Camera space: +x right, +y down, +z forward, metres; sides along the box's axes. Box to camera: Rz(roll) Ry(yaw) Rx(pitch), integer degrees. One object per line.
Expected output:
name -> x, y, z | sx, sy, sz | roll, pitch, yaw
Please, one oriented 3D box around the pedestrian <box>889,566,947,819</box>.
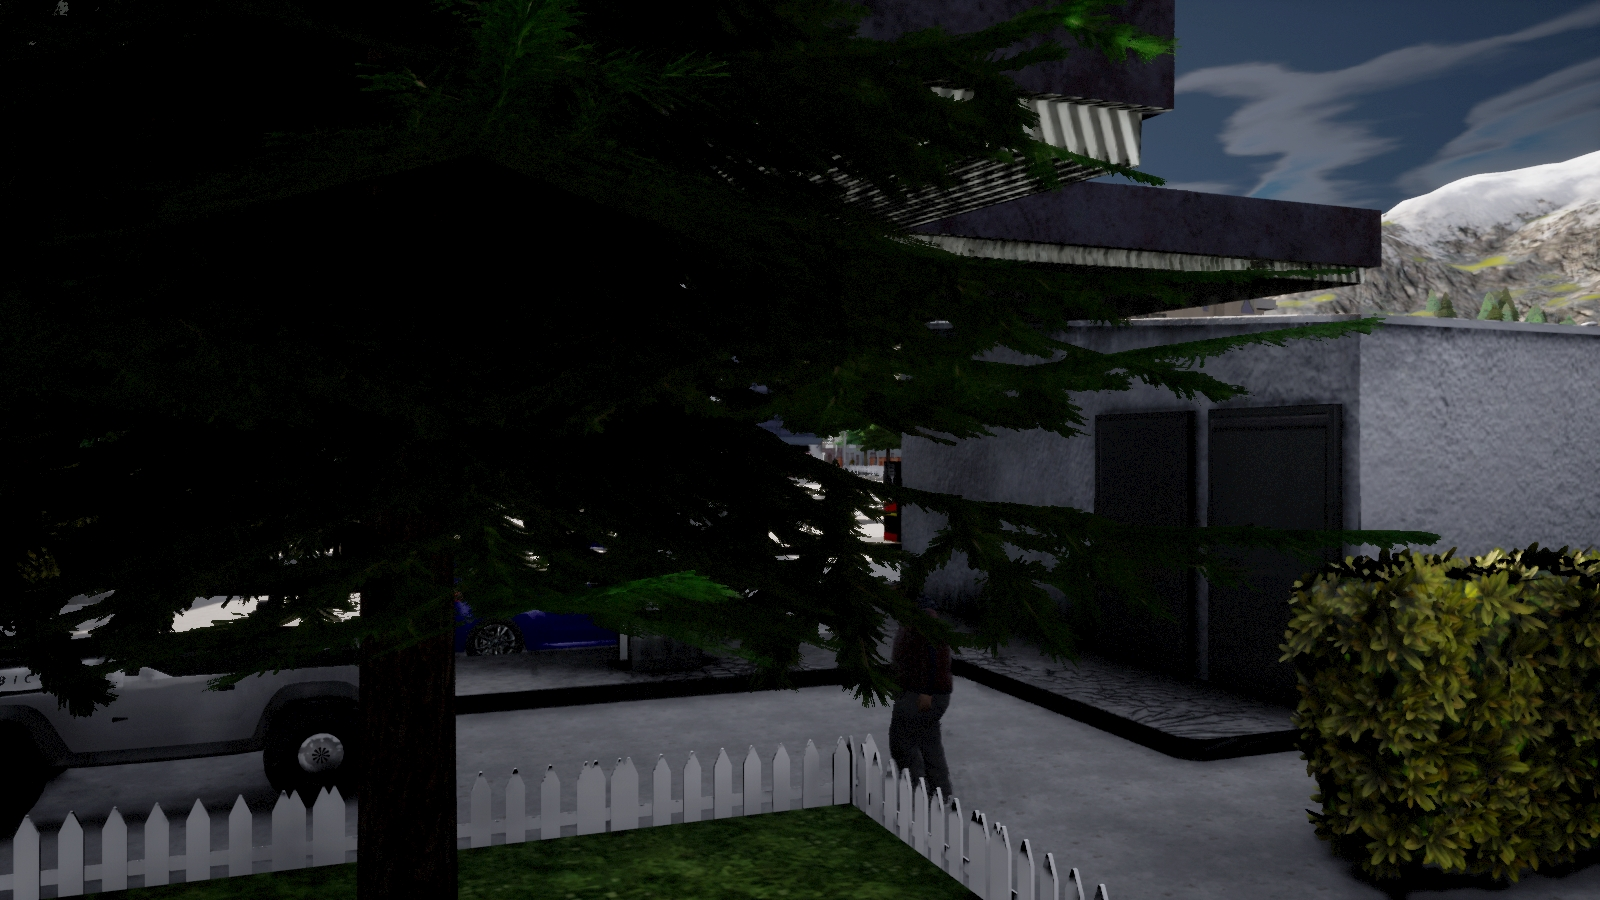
pedestrian -> 0.902, 1.844, 8.792 | 0.375, 1.860, 0.375 | 0, 0, -6
